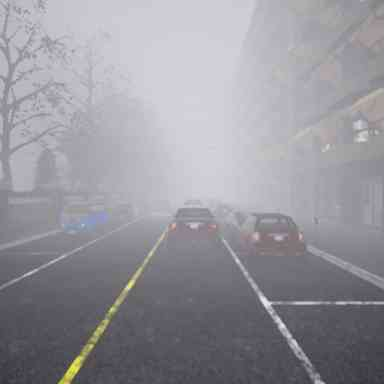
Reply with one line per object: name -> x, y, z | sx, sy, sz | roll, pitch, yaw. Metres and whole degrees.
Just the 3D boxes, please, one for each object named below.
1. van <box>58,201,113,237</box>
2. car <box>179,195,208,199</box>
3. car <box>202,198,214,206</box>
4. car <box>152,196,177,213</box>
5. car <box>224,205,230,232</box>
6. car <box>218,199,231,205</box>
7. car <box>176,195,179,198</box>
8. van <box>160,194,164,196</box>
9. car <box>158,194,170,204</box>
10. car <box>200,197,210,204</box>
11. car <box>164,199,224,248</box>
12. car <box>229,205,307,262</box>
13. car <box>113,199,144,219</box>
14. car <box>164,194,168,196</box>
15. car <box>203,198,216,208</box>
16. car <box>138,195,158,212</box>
van -> -5.694, 1.363, 17.837 | 1.690, 1.788, 3.998 | 0, 0, 0
car -> 0.087, 1.393, 31.116 | 2.097, 1.767, 4.553 | 0, 0, 0
car -> 2.679, 1.675, 57.250 | 1.802, 1.307, 4.206 | 0, 0, 0
car -> -3.102, 1.557, 38.100 | 1.837, 1.490, 4.892 | 0, 0, 0
car -> 2.687, 1.605, 17.839 | 1.802, 1.307, 4.206 | 0, 0, 0
car -> 2.684, 1.604, 29.099 | 1.947, 1.339, 4.313 | 0, 0, 0
car -> -3.016, 1.516, 79.365 | 1.812, 1.442, 4.674 | 0, 0, 0
van -> -5.700, 1.421, 51.618 | 1.690, 1.788, 3.998 | 0, 0, 0
car -> -5.704, 1.435, 68.511 | 2.192, 1.841, 5.009 | 0, 0, 0
car -> 2.676, 1.686, 68.513 | 1.947, 1.339, 4.313 | 0, 0, 0
car -> 0.088, 1.371, 15.088 | 2.097, 1.767, 4.553 | 0, 0, 0
car -> 2.688, 1.456, 12.208 | 1.967, 1.590, 4.097 | 0, 0, 0
car -> -5.696, 1.603, 29.097 | 1.947, 1.339, 4.313 | 0, 0, 0
car -> -5.703, 1.651, 62.878 | 1.887, 1.381, 4.507 | 0, 0, 0
car -> 2.680, 1.606, 51.790 | 1.752, 1.417, 4.829 | 0, 0, 0
car -> -5.698, 1.371, 40.358 | 2.192, 1.841, 5.009 | 0, 0, 0
